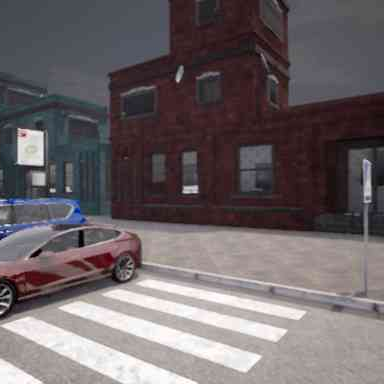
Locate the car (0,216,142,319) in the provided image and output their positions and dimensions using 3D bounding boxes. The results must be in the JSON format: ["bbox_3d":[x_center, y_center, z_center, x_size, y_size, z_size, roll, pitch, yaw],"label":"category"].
[{"bbox_3d":[-3.240,1.509,7.590,2.163,1.488,4.792,0,0,35],"label":"car"}]

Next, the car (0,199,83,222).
[{"bbox_3d":[-5.511,1.228,9.193,2.435,2.045,5.566,0,0,35],"label":"car"}]
